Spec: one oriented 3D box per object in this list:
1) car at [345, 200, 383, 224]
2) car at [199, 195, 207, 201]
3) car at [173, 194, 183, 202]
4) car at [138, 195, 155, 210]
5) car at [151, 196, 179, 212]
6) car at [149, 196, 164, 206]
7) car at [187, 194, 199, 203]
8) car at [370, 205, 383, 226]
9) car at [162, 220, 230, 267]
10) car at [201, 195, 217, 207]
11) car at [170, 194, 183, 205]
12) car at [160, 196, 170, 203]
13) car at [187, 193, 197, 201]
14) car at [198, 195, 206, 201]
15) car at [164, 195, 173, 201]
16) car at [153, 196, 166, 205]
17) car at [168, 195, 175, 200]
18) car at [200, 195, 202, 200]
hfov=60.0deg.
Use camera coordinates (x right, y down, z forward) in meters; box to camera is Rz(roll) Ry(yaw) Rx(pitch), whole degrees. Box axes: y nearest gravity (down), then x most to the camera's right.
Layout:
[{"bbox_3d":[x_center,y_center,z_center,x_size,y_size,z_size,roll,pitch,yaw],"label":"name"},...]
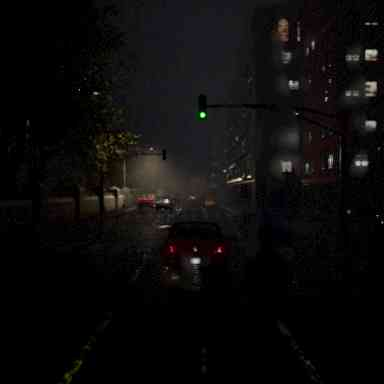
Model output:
[{"bbox_3d":[14.615,1.563,26.287,5.009,1.841,2.192,1,-1,0],"label":"car"},{"bbox_3d":[2.687,1.497,81.606,1.887,1.381,4.507,0,0,0],"label":"car"},{"bbox_3d":[-3.000,1.269,71.818,1.837,1.490,4.892,0,0,0],"label":"car"},{"bbox_3d":[-5.694,1.277,42.859,2.192,1.841,5.009,0,0,0],"label":"car"},{"bbox_3d":[-3.079,1.512,38.687,2.033,1.411,5.357,0,0,2],"label":"car"},{"bbox_3d":[-5.694,1.398,53.930,1.967,1.590,4.097,0,0,0],"label":"car"},{"bbox_3d":[0.001,1.551,68.615,1.895,1.301,4.718,0,0,0],"label":"car"},{"bbox_3d":[15.738,1.882,23.684,4.718,1.301,1.895,1,0,0],"label":"car"},{"bbox_3d":[0.100,1.589,11.278,1.895,1.301,4.718,0,0,0],"label":"car"},{"bbox_3d":[2.687,1.485,48.565,1.752,1.417,4.829,0,0,0],"label":"car"},{"bbox_3d":[-3.053,1.449,56.012,2.128,1.511,4.902,0,0,1],"label":"car"},{"bbox_3d":[-5.693,1.536,70.535,1.802,1.307,4.206,0,0,0],"label":"car"},{"bbox_3d":[0.000,1.220,78.567,2.097,1.767,4.553,0,0,0],"label":"car"},{"bbox_3d":[2.687,1.497,87.142,1.887,1.381,4.507,0,0,0],"label":"car"},{"bbox_3d":[-5.693,1.534,81.606,1.802,1.307,4.206,0,0,0],"label":"car"},{"bbox_3d":[-5.693,1.501,59.465,1.887,1.381,4.507,0,0,0],"label":"car"},{"bbox_3d":[-5.693,1.478,92.506,1.752,1.417,4.829,0,0,0],"label":"car"},{"bbox_3d":[2.687,1.503,53.930,1.887,1.381,4.507,0,0,0],"label":"car"}]
